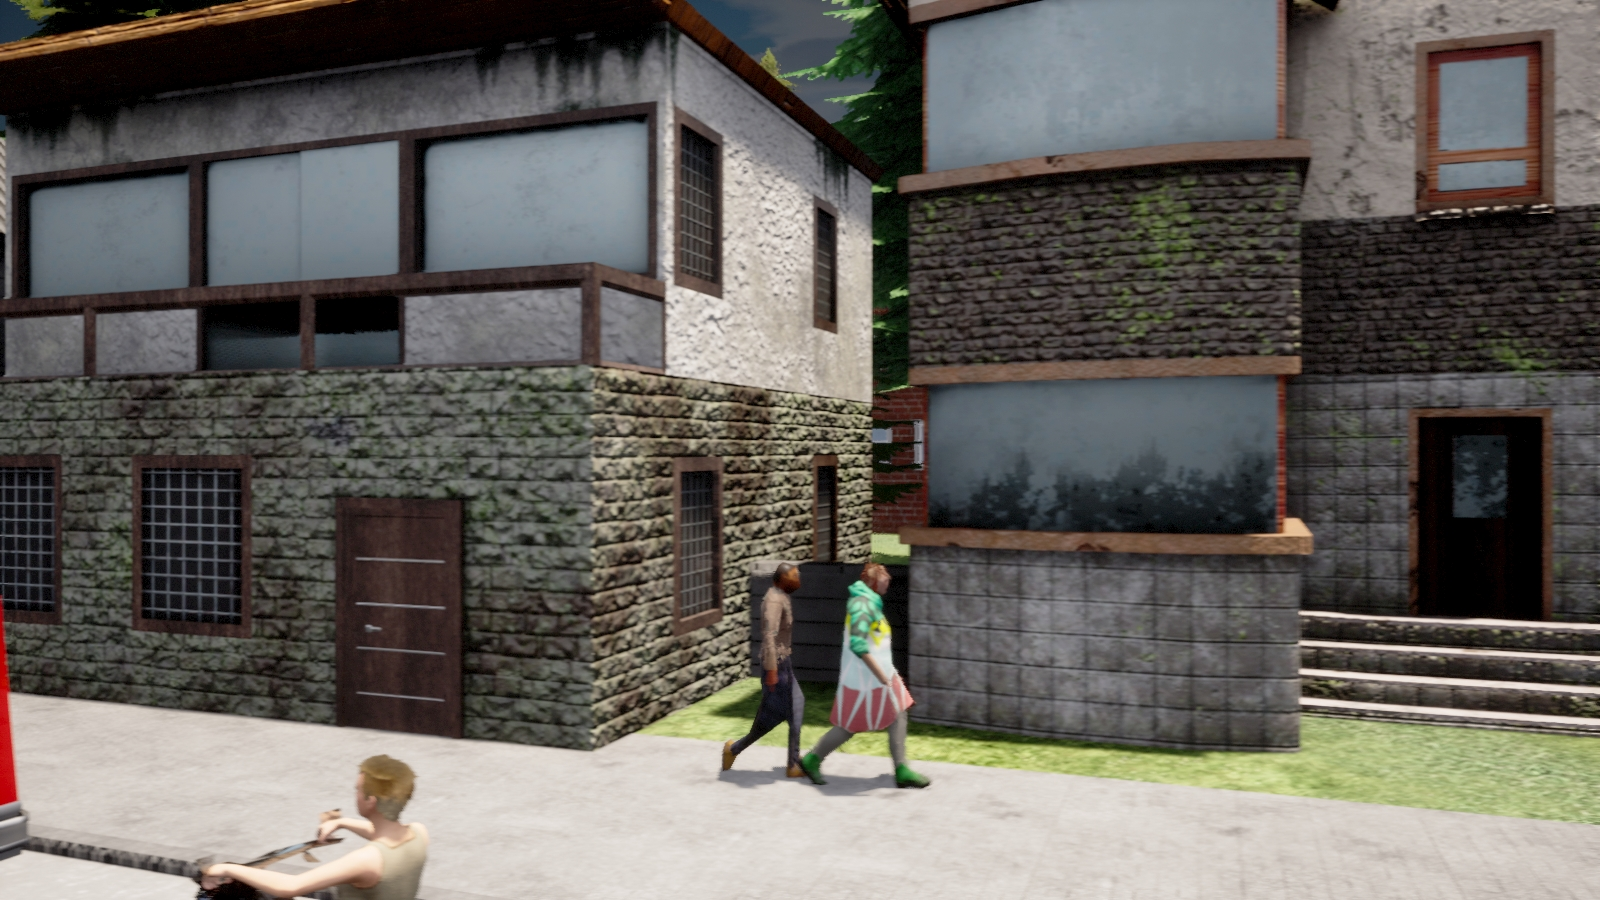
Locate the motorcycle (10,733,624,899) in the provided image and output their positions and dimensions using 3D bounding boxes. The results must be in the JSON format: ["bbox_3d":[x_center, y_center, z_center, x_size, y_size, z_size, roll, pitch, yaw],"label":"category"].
[{"bbox_3d":[-1.927,1.950,4.536,2.356,1.277,0.764,0,0,20],"label":"motorcycle"}]

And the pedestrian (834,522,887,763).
[{"bbox_3d":[0.490,1.524,9.171,0.375,1.860,0.375,0,0,12],"label":"pedestrian"}]

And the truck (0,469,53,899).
[{"bbox_3d":[-7.367,1.348,6.506,5.204,2.467,2.627,0,0,20],"label":"truck"}]

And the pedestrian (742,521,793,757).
[{"bbox_3d":[-0.261,1.525,9.358,0.375,1.860,0.375,0,0,6],"label":"pedestrian"}]
